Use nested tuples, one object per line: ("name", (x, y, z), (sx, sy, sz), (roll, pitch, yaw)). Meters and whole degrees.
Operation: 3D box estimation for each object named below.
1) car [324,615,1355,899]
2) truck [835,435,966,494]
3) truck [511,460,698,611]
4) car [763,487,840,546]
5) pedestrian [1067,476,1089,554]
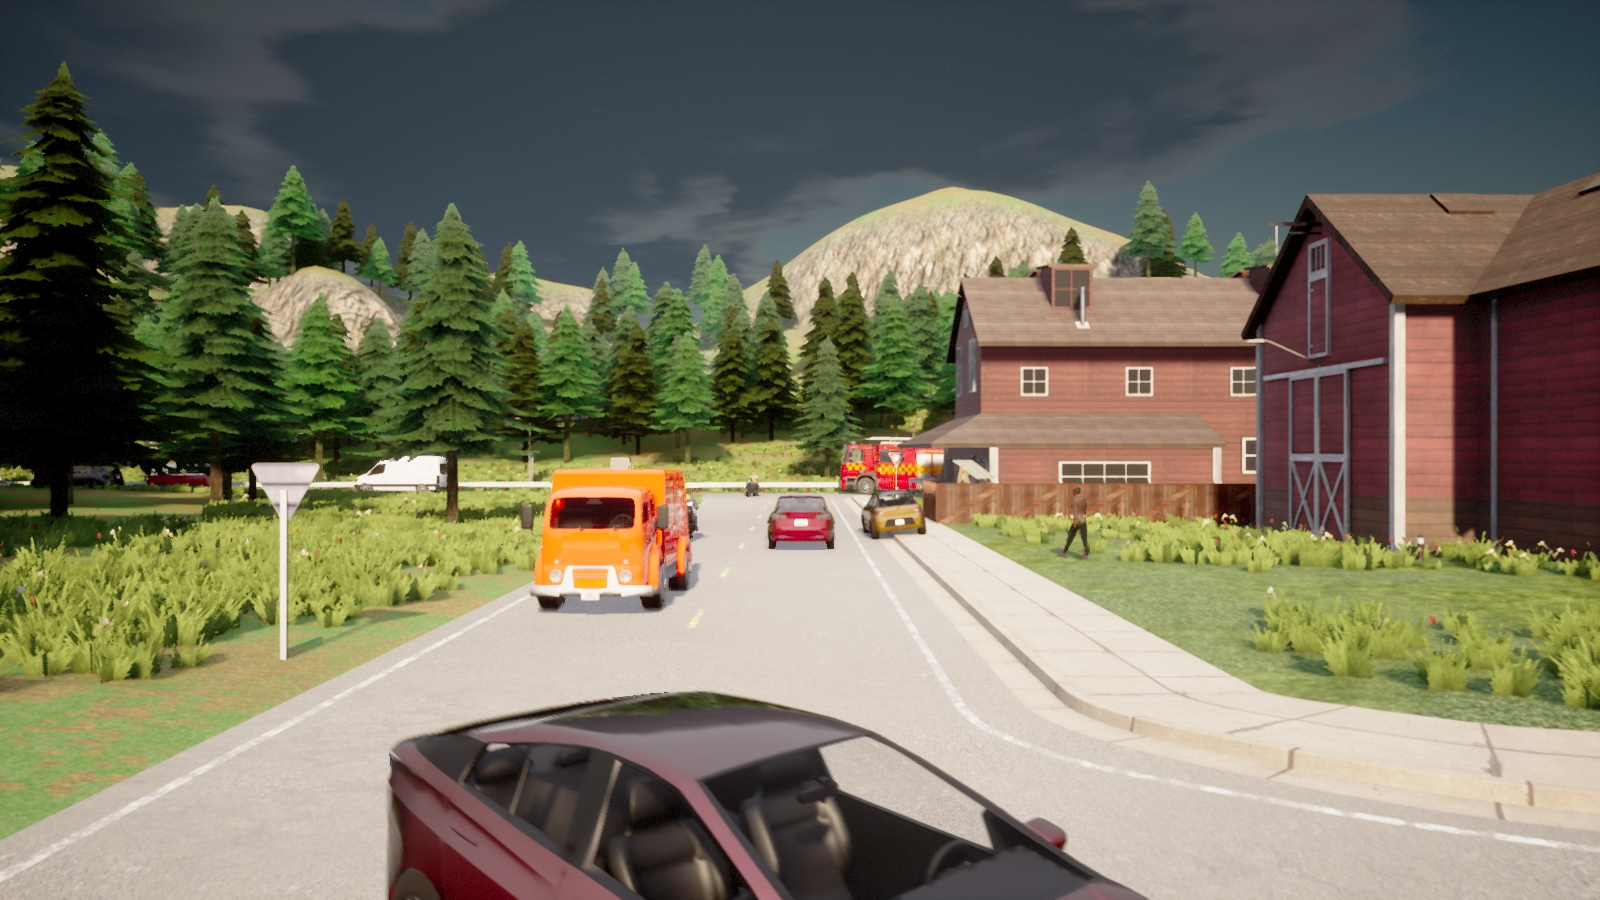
("car", (-0.242, 1.859, 5.141), (2.007, 1.525, 4.514), (-1, 1, -44))
("truck", (6.657, 0.940, 76.287), (8.468, 3.827, 2.891), (0, 0, 0))
("truck", (-3.478, 1.441, 21.535), (2.627, 2.467, 5.204), (0, 0, 0))
("car", (0.035, 1.946, 34.446), (2.163, 1.488, 4.792), (0, 0, 0))
("pedestrian", (6.747, 1.568, 27.743), (0.375, 1.860, 0.375), (0, 0, -26))
